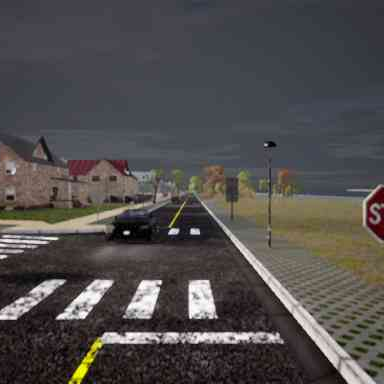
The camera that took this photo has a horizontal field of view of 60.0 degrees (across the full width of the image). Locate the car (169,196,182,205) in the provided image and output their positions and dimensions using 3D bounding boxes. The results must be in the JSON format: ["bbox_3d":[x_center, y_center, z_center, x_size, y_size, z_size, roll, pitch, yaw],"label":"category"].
[{"bbox_3d":[-2.808,1.424,56.493,1.837,1.490,4.892,0,1,0],"label":"car"}]

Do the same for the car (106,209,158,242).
[{"bbox_3d":[-2.766,1.534,16.110,1.994,1.385,4.181,0,0,0],"label":"car"}]
